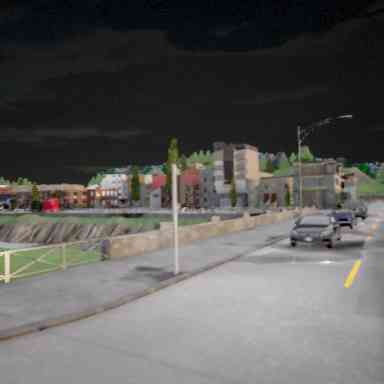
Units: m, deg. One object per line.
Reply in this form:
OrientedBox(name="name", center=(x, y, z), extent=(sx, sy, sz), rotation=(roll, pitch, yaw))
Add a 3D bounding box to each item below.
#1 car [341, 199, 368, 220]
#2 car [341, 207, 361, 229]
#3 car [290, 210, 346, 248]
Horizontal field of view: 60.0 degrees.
OrientedBox(name="car", center=(16.620, 1.752, 33.941), extent=(2.150, 2.045, 5.566), rotation=(-2, -2, 31))
OrientedBox(name="car", center=(11.333, 2.016, 25.105), extent=(1.895, 1.301, 4.718), rotation=(-2, -2, 31))
OrientedBox(name="car", center=(6.292, 1.830, 16.621), extent=(1.812, 1.442, 4.674), rotation=(-2, -2, 31))
